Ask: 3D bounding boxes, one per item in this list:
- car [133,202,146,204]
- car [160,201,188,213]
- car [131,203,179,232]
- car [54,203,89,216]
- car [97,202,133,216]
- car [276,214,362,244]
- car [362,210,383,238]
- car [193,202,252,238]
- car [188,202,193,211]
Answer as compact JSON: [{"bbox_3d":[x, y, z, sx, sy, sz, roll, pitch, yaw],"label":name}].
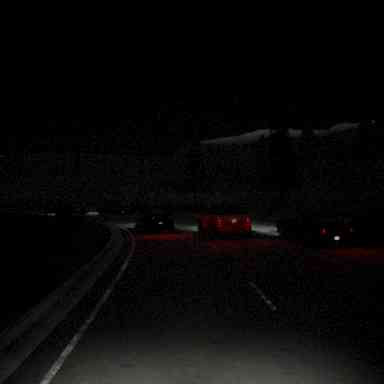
[{"bbox_3d":[-6.914,1.939,41.759,1.882,1.535,5.008,0,-1,-45],"label":"car"},{"bbox_3d":[-3.308,1.946,43.234,2.128,1.511,4.902,0,-1,-42],"label":"car"},{"bbox_3d":[-2.587,1.714,21.953,1.882,1.535,5.008,0,-1,-17],"label":"car"},{"bbox_3d":[-14.217,2.027,39.054,5.357,1.411,2.033,-1,-1,41],"label":"car"},{"bbox_3d":[-9.371,2.053,39.305,1.895,1.301,4.718,0,-1,-45],"label":"car"},{"bbox_3d":[5.905,1.731,16.547,1.895,1.301,4.718,0,-1,-9],"label":"car"},{"bbox_3d":[9.481,1.609,16.039,1.837,1.490,4.892,0,0,-8],"label":"car"},{"bbox_3d":[1.728,1.535,19.289,2.097,1.767,4.553,0,-1,-12],"label":"car"},{"bbox_3d":[0.113,2.048,44.711,1.895,1.301,4.718,0,-1,-42],"label":"car"}]
